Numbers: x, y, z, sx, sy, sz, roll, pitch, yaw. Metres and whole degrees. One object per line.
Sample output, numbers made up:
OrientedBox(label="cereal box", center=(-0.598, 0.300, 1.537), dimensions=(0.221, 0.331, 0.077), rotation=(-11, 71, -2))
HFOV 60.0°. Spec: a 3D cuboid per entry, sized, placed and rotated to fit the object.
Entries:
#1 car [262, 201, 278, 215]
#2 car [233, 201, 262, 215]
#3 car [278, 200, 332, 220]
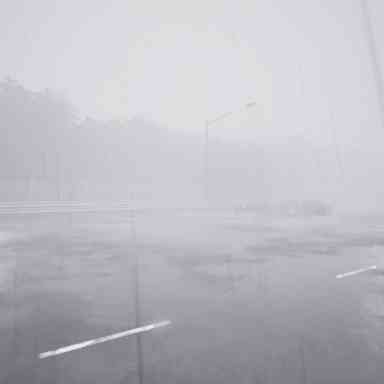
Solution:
OrientedBox(label="car", center=(9.509, 1.495, 32.527), dimensions=(4.902, 1.511, 2.128), rotation=(0, 0, -37))
OrientedBox(label="car", center=(6.449, 1.597, 34.611), dimensions=(4.718, 1.301, 1.895), rotation=(0, 0, -37))
OrientedBox(label="car", center=(10.080, 1.497, 28.578), dimensions=(4.902, 1.511, 2.128), rotation=(0, 0, -37))
